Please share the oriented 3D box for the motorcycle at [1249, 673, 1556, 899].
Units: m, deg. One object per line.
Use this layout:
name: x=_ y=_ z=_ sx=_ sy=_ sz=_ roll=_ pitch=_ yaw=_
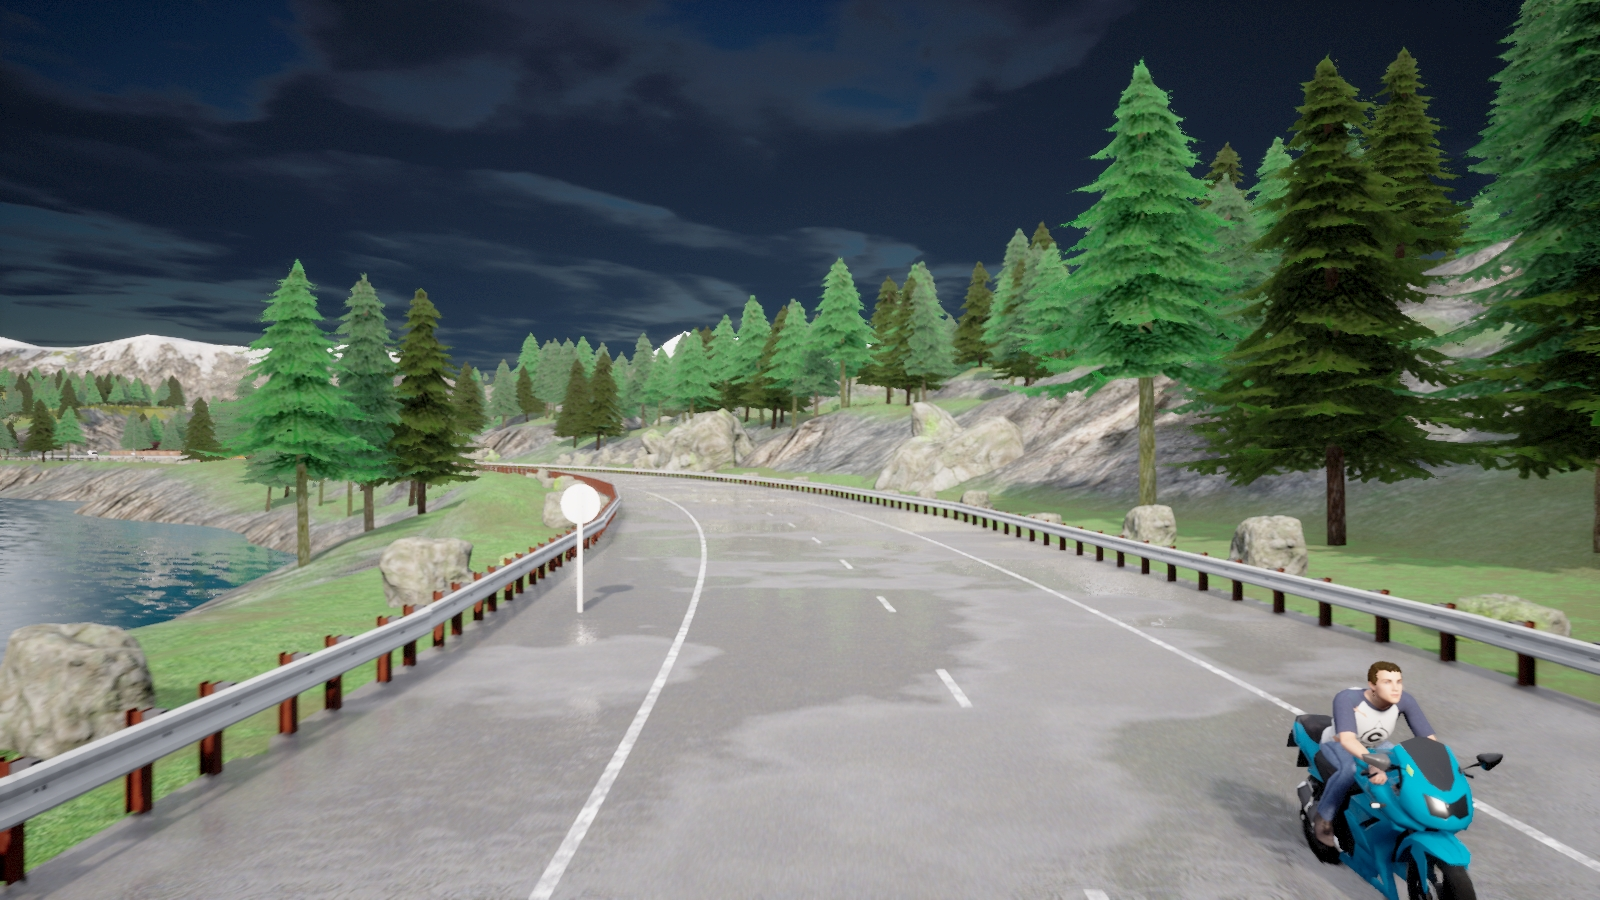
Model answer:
motorcycle: x=3.555 y=2.177 z=7.001 sx=0.803 sy=1.217 sz=2.033 roll=0 pitch=0 yaw=0
